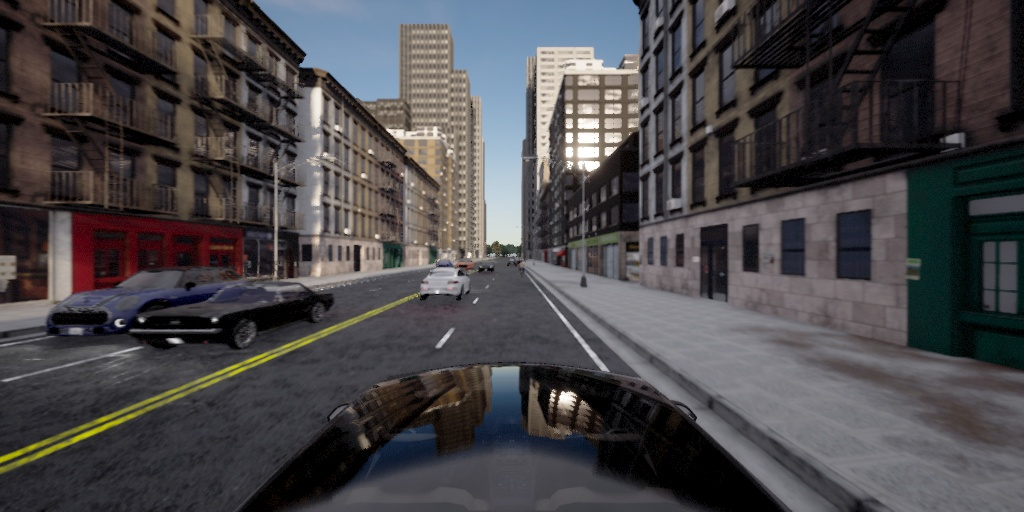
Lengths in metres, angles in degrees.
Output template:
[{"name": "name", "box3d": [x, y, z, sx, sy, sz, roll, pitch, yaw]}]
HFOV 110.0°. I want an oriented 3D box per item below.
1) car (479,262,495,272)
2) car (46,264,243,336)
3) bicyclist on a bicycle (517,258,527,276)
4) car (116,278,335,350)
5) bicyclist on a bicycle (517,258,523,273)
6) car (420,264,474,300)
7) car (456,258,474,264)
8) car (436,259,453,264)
[{"name": "car", "box3d": [-3.124, 1.354, 45.679, 1.895, 1.301, 4.718, 0, 0, 0]}, {"name": "car", "box3d": [-9.844, 1.102, 10.334, 2.097, 1.767, 4.553, 0, 0, 0]}, {"name": "bicyclist on a bicycle", "box3d": [0.915, 1.188, 32.901, 0.866, 1.612, 1.509, 0, 0, 0]}, {"name": "car", "box3d": [-6.597, 1.351, 9.226, 1.895, 1.301, 4.718, 0, 0, 0]}, {"name": "bicyclist on a bicycle", "box3d": [0.917, 1.123, 43.104, 0.659, 1.776, 1.843, 0, 0, 0]}, {"name": "car", "box3d": [-3.141, 1.275, 17.409, 1.812, 1.442, 4.674, 0, 0, 0]}, {"name": "car", "box3d": [-6.546, 1.107, 50.257, 2.097, 1.767, 4.553, 0, 0, 0]}, {"name": "car", "box3d": [-9.791, 1.233, 52.026, 1.882, 1.535, 5.008, 0, 0, 0]}]
